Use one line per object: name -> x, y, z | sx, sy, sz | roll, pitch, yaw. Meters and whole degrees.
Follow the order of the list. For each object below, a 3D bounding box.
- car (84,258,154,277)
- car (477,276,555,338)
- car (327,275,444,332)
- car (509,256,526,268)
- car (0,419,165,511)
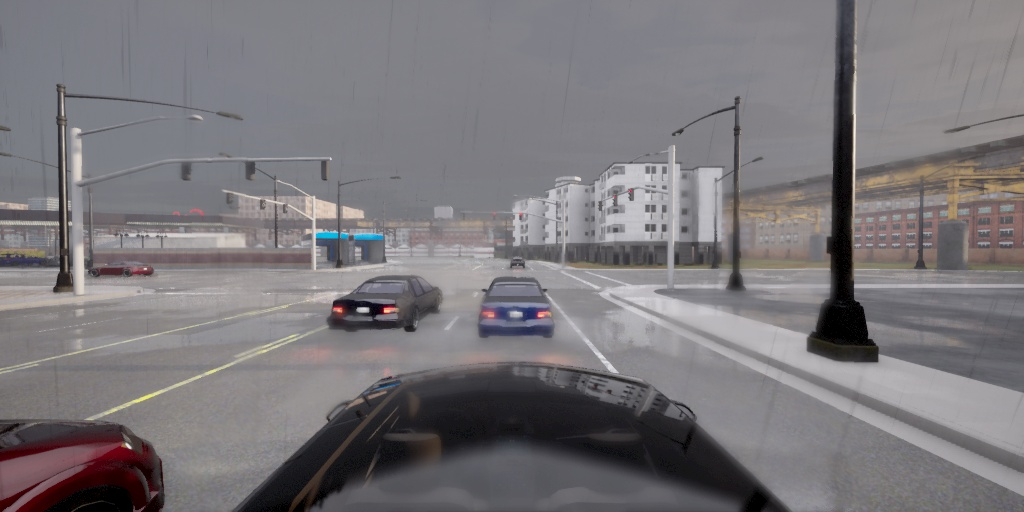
car -> -33.709, 1.084, 30.964 | 4.181, 1.385, 1.994 | 0, 1, -1
car -> 0.090, 1.279, 10.114 | 2.033, 1.411, 5.357 | 0, 0, 0
car -> -3.406, 1.274, 10.716 | 2.033, 1.411, 5.357 | 0, 0, 0
car -> 0.707, 0.772, 46.142 | 1.837, 1.490, 4.892 | 0, 1, 0
car -> -3.395, 1.314, 0.719 | 1.994, 1.385, 4.181 | 0, 0, 0
